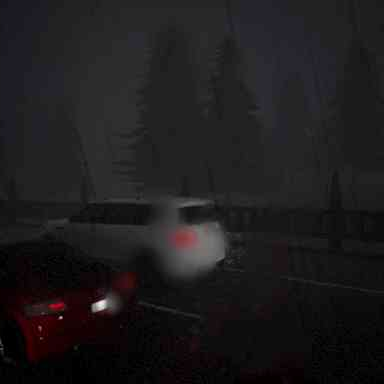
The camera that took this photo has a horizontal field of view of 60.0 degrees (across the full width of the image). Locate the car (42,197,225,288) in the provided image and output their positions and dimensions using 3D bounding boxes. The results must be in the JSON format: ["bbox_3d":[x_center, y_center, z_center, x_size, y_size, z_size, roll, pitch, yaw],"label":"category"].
[{"bbox_3d":[-1.821,1.157,9.083,5.566,2.045,2.150,0,0,31],"label":"car"}]

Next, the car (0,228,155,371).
[{"bbox_3d":[-2.949,1.515,5.641,4.181,1.385,1.994,0,0,32],"label":"car"}]
